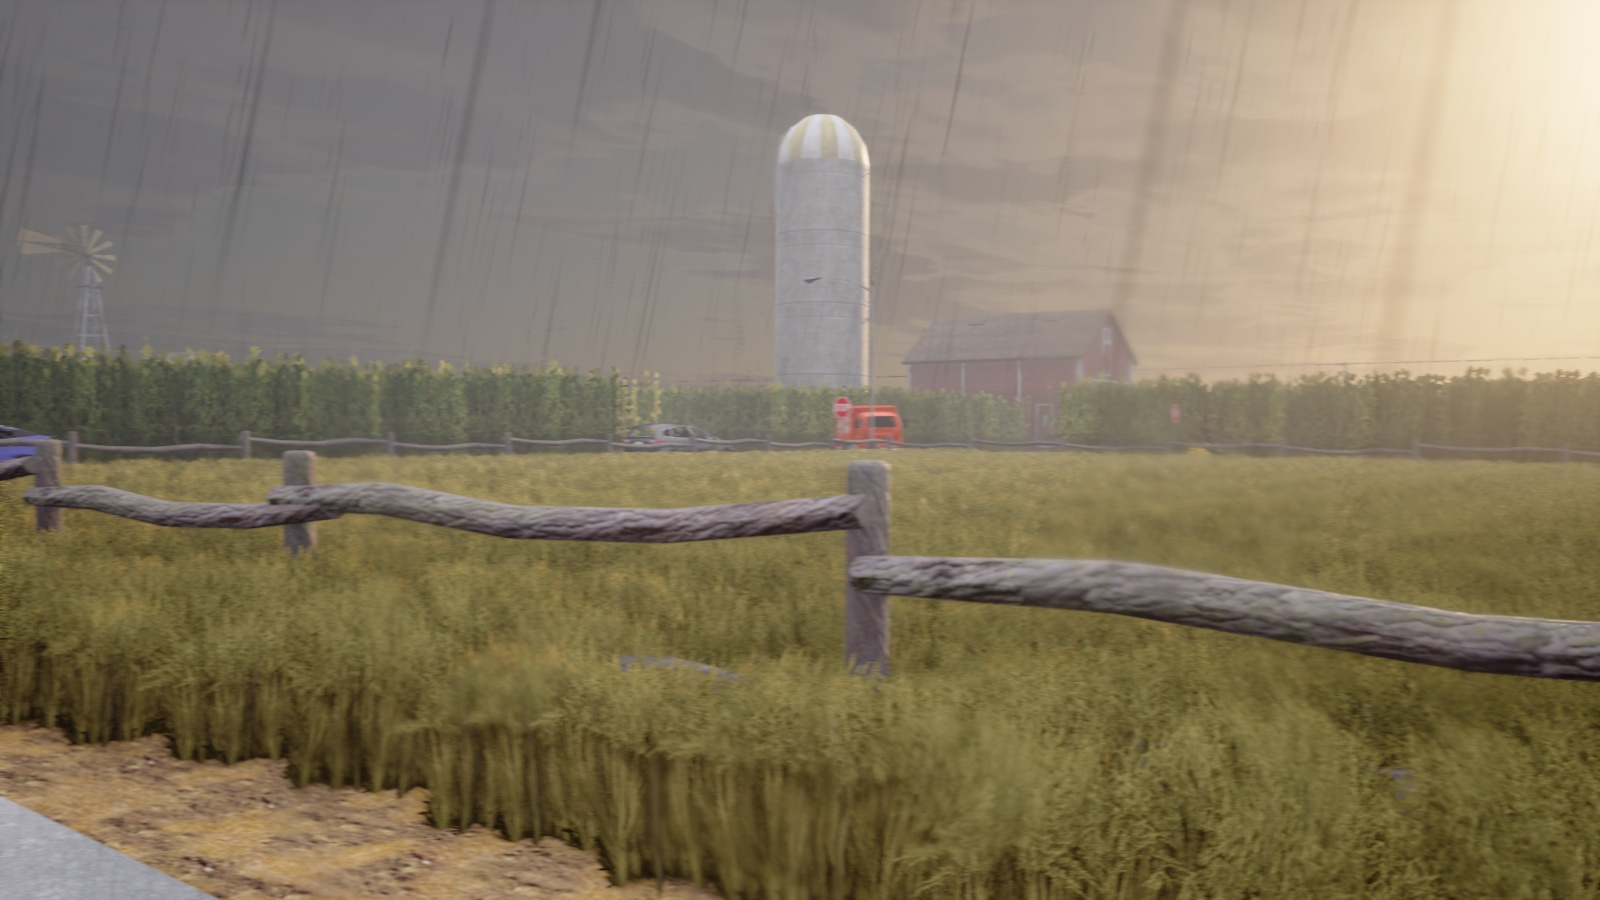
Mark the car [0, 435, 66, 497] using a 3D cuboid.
[{"bbox_3d":[-21.129,0.414,31.254,2.007,1.525,4.514,0,1,38],"label":"car"}]

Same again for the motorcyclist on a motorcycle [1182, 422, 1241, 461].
[{"bbox_3d":[16.197,-0.348,49.478,2.044,1.523,0.797,1,2,39],"label":"motorcyclist on a motorcycle"}]

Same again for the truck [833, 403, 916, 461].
[{"bbox_3d":[3.427,-0.905,58.760,2.627,2.467,5.204,-2,3,-11],"label":"truck"}]

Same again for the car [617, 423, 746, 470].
[{"bbox_3d":[-4.409,-0.169,47.318,2.242,1.667,4.611,0,2,38],"label":"car"}]
